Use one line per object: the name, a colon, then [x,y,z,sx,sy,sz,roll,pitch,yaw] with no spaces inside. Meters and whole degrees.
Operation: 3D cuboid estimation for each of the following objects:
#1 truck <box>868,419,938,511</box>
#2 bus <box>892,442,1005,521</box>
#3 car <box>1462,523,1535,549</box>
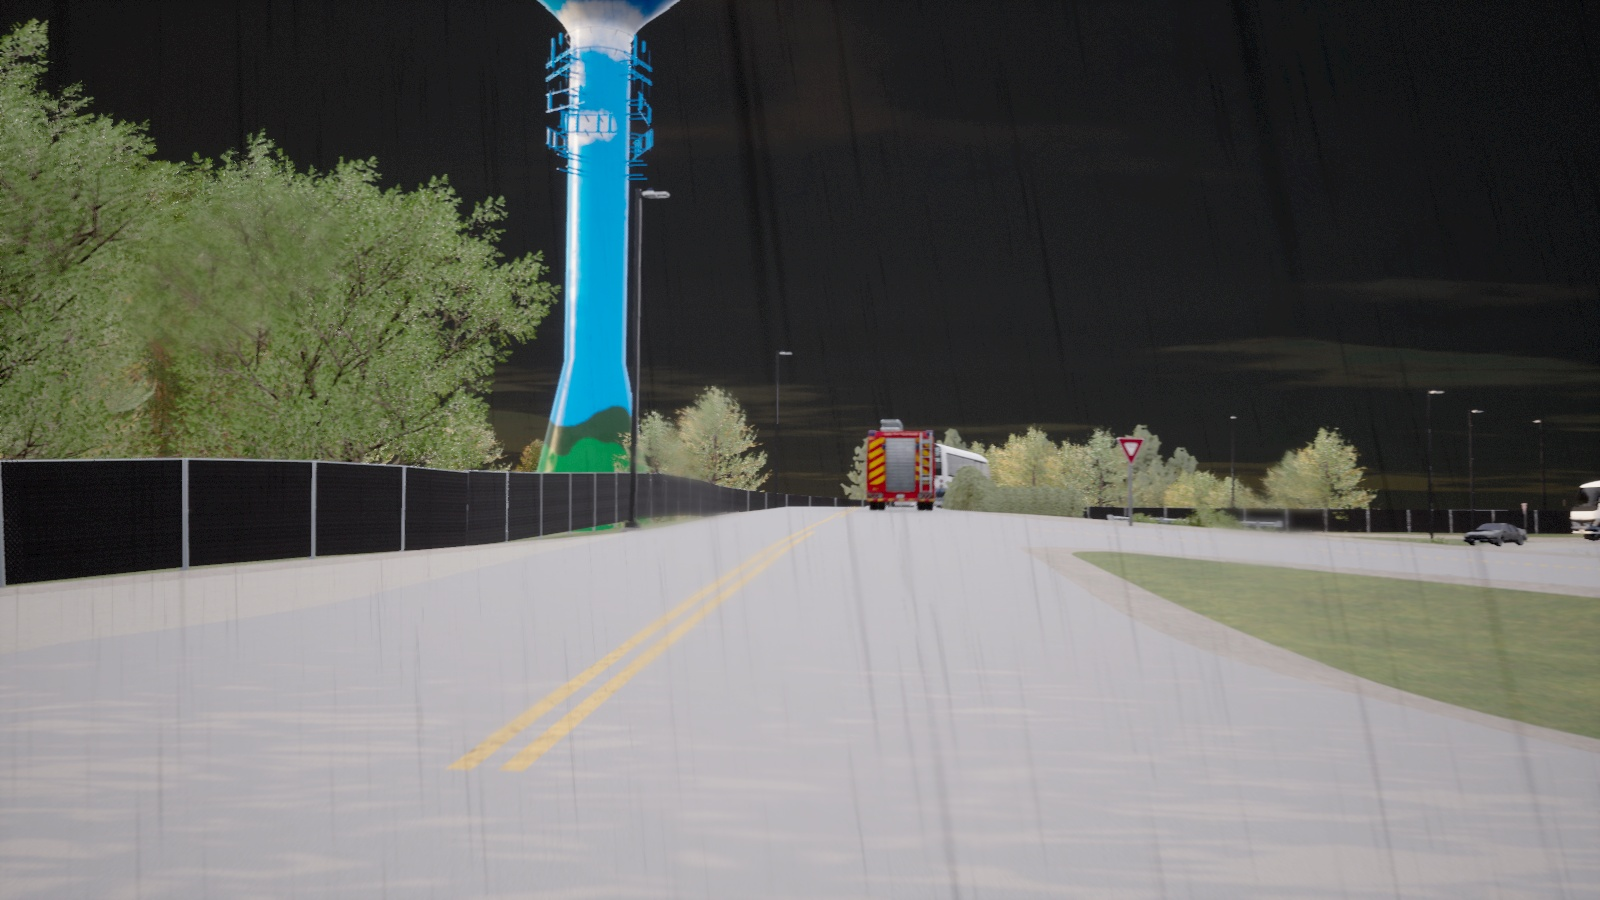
truck: [4.749,0.756,56.449,2.891,3.827,8.468,0,-2,6]
bus: [9.504,2.141,78.729,3.944,4.253,10.273,-2,-5,25]
car: [43.196,5.291,77.592,5.357,1.411,2.033,2,-3,-38]
